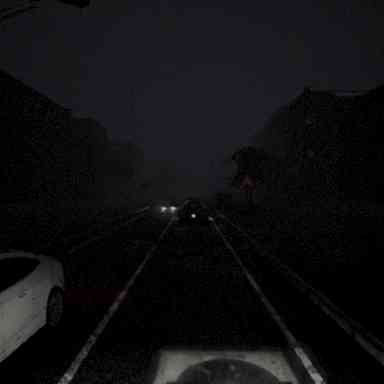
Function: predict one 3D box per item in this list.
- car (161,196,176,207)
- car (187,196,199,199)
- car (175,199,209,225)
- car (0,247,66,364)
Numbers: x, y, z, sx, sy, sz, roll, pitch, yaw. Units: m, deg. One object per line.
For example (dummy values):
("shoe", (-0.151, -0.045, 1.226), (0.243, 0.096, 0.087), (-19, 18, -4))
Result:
("car", (-3.089, 1.263, 45.240), (2.033, 1.411, 5.357), (0, 0, 0))
("car", (0.099, 1.252, 41.523), (1.837, 1.490, 4.892), (0, 1, 0))
("car", (0.099, 1.450, 22.874), (1.994, 1.385, 4.181), (0, 0, 0))
("car", (-3.100, 1.510, 4.113), (1.812, 1.442, 4.674), (0, 0, 0))
